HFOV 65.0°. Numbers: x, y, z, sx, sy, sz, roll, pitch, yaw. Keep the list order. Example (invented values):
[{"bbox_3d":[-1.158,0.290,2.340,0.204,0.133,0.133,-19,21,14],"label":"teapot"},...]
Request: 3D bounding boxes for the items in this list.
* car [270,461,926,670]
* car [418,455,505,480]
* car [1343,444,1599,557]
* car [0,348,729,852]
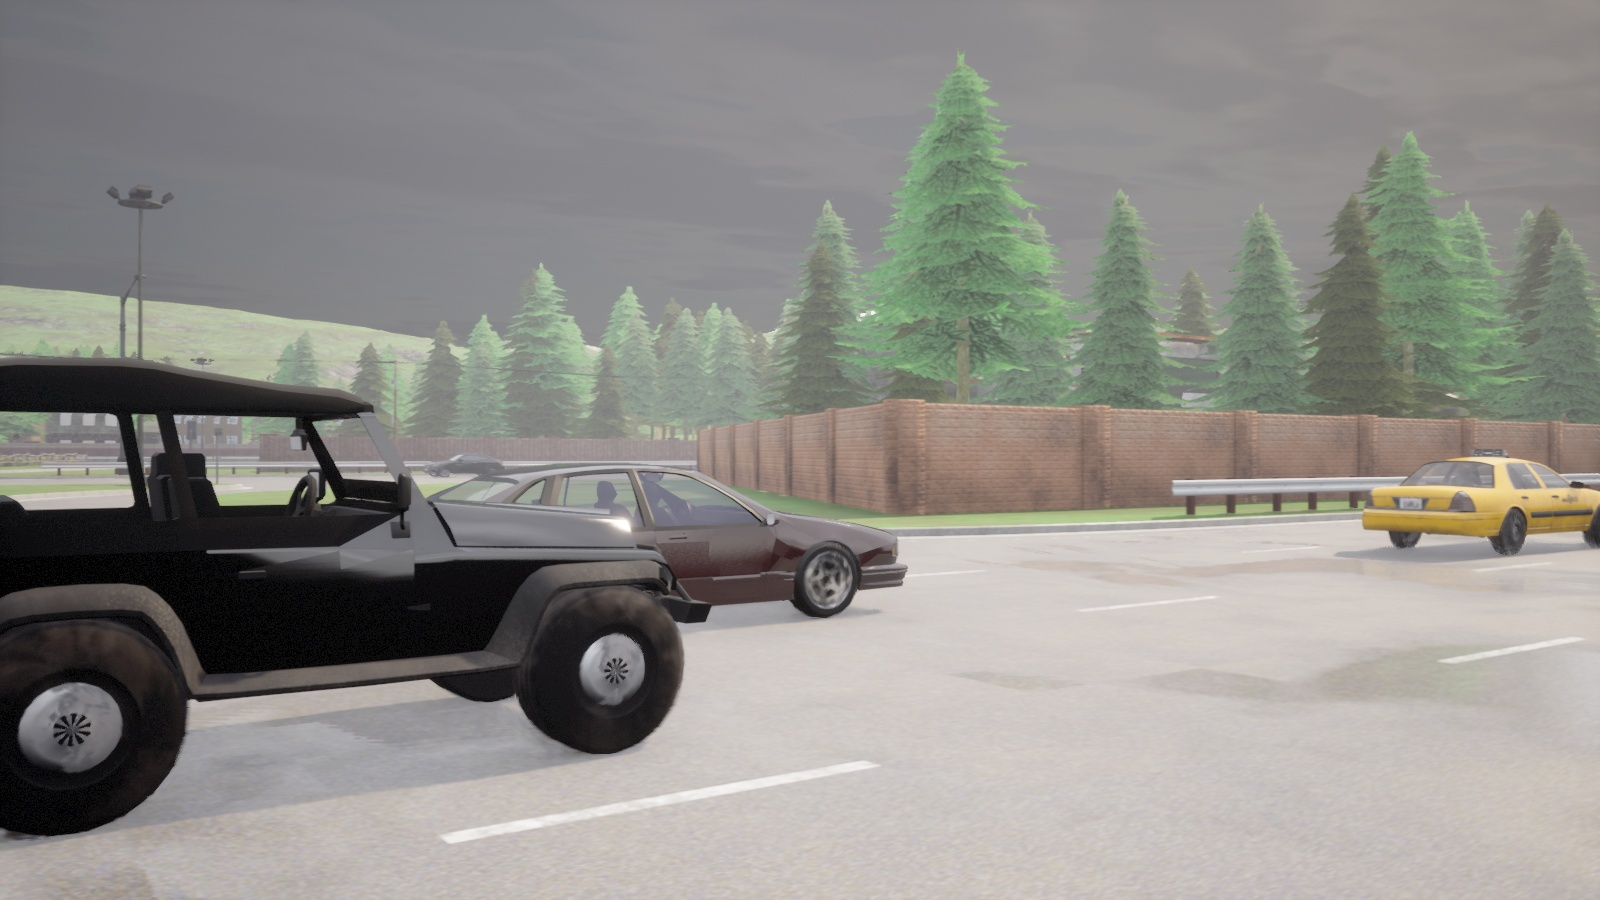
[{"bbox_3d":[-1.602,0.823,11.072,5.357,1.411,2.033,0,0,-35],"label":"car"},{"bbox_3d":[-20.074,0.996,74.597,4.674,1.442,1.812,0,0,-35],"label":"car"},{"bbox_3d":[10.946,0.708,19.807,5.366,1.575,1.801,0,0,-35],"label":"car"},{"bbox_3d":[-2.499,0.561,6.184,3.866,1.878,1.905,0,0,-35],"label":"car"}]
